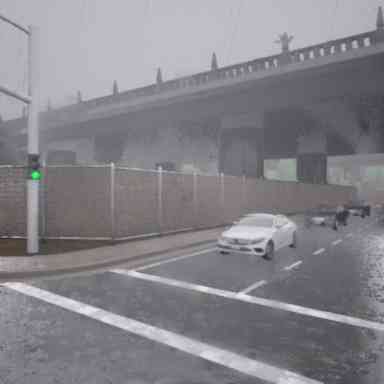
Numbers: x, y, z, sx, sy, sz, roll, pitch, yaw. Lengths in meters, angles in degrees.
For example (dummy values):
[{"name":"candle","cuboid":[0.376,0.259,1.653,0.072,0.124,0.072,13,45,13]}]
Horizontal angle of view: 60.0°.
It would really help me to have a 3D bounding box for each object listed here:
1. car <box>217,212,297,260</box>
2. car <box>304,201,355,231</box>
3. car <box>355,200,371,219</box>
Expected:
[{"name":"car","cuboid":[2.692,1.540,12.843,1.812,1.442,4.674,0,0,33]},{"name":"car","cuboid":[8.679,1.512,21.308,2.128,1.511,4.902,0,0,35]},{"name":"car","cuboid":[14.736,1.519,29.817,2.128,1.511,4.902,0,0,35]}]
